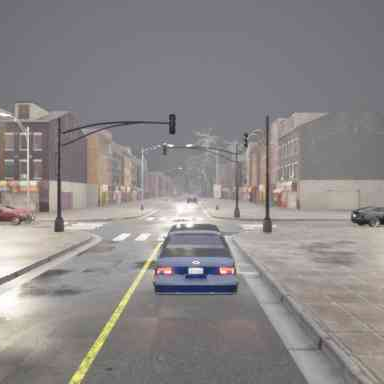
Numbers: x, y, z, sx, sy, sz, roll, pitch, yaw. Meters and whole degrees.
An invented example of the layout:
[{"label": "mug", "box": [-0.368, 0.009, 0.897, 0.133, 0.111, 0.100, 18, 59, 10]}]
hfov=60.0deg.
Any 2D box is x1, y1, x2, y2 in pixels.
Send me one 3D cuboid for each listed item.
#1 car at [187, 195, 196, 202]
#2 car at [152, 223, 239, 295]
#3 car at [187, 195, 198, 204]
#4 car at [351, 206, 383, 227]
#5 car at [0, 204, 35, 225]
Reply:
[{"label": "car", "box": [-0.093, 1.550, 75.782, 1.882, 1.535, 5.008, 0, 0, 0]}, {"label": "car", "box": [0.069, 1.549, 8.848, 2.033, 1.411, 5.357, 0, 0, 0]}, {"label": "car", "box": [0.019, 1.409, 66.122, 2.097, 1.767, 4.553, 0, 0, 0]}, {"label": "car", "box": [12.324, 1.522, 20.981, 4.313, 1.339, 1.947, 0, 0, 0]}, {"label": "car", "box": [-13.576, 1.572, 23.512, 4.674, 1.442, 1.812, 0, 0, 0]}]
